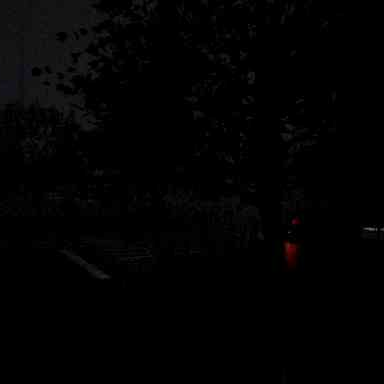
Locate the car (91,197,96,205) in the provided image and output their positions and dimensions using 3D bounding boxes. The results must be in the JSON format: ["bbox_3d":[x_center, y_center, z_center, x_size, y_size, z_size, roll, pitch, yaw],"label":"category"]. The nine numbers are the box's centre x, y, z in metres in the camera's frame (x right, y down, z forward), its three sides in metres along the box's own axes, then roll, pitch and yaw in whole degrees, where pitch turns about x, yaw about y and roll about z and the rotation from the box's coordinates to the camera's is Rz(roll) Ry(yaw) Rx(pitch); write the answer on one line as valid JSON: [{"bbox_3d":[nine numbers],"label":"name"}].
[{"bbox_3d":[-16.349,2.034,58.485,1.812,1.442,4.674,0,-1,-16],"label":"car"}]

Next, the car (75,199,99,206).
[{"bbox_3d":[-26.105,2.668,82.724,5.366,1.575,1.946,1,-2,-33],"label":"car"}]

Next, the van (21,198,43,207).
[{"bbox_3d":[-36.782,2.369,76.514,4.442,1.987,1.878,1,-2,-33],"label":"van"}]

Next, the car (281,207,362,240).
[{"bbox_3d":[7.093,1.622,18.621,4.553,1.767,2.097,0,0,-15],"label":"car"}]

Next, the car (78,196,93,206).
[{"bbox_3d":[-21.138,1.877,67.691,2.150,2.045,5.566,1,-2,-33],"label":"car"}]

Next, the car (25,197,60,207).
[{"bbox_3d":[-27.721,1.850,62.571,5.566,2.045,2.435,1,-2,-33],"label":"car"}]
